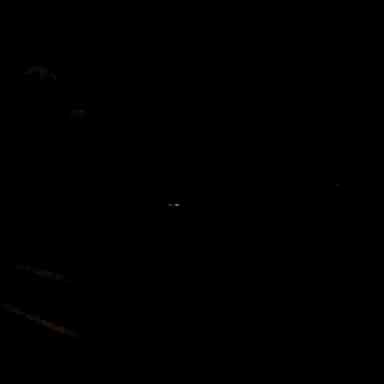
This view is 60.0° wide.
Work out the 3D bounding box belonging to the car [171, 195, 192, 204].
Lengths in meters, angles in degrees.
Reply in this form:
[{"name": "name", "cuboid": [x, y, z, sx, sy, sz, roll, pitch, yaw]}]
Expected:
[{"name": "car", "cuboid": [-1.935, 1.421, 61.260, 1.837, 1.490, 4.892, 0, 0, 36]}]
